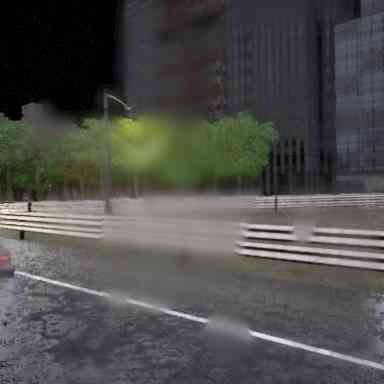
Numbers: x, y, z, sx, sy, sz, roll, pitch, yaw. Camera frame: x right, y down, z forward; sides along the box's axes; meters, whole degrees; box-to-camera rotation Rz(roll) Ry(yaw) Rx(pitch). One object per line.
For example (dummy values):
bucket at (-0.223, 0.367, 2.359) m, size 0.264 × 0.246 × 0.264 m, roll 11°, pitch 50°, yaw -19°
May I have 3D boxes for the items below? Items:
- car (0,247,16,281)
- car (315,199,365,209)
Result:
car at (-6.693, 1.638, 8.680) m, size 5.357 × 1.411 × 2.033 m, roll -1°, pitch 0°, yaw 36°
car at (14.745, 1.041, 33.425) m, size 4.718 × 1.301 × 1.895 m, roll -1°, pitch 0°, yaw -6°
